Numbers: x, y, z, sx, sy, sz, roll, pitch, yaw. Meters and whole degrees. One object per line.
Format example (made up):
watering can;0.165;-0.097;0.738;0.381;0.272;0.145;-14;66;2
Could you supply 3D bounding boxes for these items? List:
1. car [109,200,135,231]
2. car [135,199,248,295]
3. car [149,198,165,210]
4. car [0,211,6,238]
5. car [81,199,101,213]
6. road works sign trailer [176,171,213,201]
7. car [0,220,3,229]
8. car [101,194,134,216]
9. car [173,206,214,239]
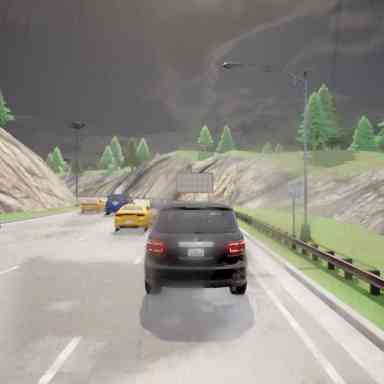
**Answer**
car;-3.431;1.477;20.572;1.882;1.535;5.008;0;0;0
car;0.085;1.221;8.878;2.150;2.045;5.566;0;0;0
car;-4.525;1.563;43.128;1.994;1.385;4.181;0;0;-7
car;-10.423;1.601;14.554;1.895;1.301;4.718;0;0;0
car;-10.934;1.477;37.047;1.882;1.535;5.008;0;0;-4
road works sign trailer;0.181;0.464;21.595;2.380;3.560;2.880;0;0;0
car;-6.911;1.477;8.217;1.882;1.535;5.008;0;0;0
car;-7.167;1.224;33.307;2.150;2.045;5.566;0;0;-2
car;0.087;1.558;18.098;1.994;1.385;4.181;0;0;0
